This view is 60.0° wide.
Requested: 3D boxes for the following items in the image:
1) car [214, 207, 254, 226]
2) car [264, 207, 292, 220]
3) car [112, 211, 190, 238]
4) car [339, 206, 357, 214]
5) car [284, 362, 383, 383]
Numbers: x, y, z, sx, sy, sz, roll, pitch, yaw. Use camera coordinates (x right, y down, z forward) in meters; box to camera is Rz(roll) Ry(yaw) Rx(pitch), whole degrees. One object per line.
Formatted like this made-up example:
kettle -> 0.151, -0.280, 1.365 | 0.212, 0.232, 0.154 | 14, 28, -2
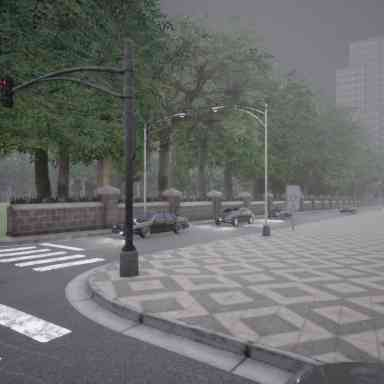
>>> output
car -> 3.697, 2.058, 28.665 | 1.837, 1.490, 4.892 | 0, -1, 35
car -> 9.591, 2.331, 36.964 | 1.994, 1.385, 4.181 | 0, -1, 35
car -> -2.293, 1.888, 20.218 | 2.033, 1.411, 5.357 | 0, -1, 35
car -> 25.192, 2.844, 53.472 | 1.895, 1.301, 4.718 | 0, -1, 36
car -> 2.349, 1.551, 1.283 | 4.403, 1.369, 2.008 | 0, 0, 36
